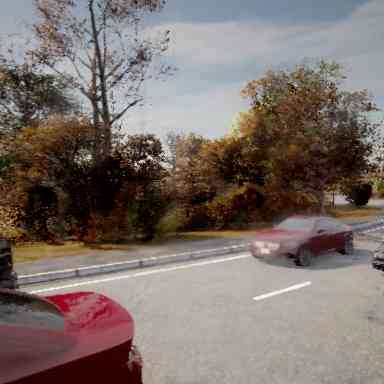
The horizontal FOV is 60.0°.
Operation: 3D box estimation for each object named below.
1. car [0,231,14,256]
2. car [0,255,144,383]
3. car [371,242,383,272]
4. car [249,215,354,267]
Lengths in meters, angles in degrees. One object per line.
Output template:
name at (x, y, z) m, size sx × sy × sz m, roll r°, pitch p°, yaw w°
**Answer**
car at (-5.484, 1.297, 4.488) m, size 5.566 × 2.045 × 2.150 m, roll -1°, pitch 0°, yaw -35°
car at (-2.765, 1.520, 2.132) m, size 5.008 × 1.535 × 1.882 m, roll 0°, pitch 0°, yaw -36°
car at (7.253, 1.536, 9.833) m, size 5.357 × 1.411 × 2.033 m, roll 0°, pitch 0°, yaw -41°
car at (4.027, 1.561, 11.732) m, size 4.674 × 1.442 × 1.812 m, roll 0°, pitch -1°, yaw -40°
